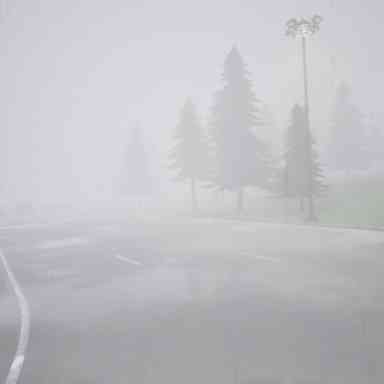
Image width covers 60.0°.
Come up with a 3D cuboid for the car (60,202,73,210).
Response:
[{"bbox_3d":[-22.684,2.497,59.591,1.812,1.442,4.674,-3,0,-33],"label":"car"}]

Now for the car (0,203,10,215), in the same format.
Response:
[{"bbox_3d":[-29.144,2.841,50.232,1.994,1.385,4.181,-3,0,-33],"label":"car"}]

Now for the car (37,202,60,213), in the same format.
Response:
[{"bbox_3d":[-23.311,2.511,54.084,1.837,1.490,4.892,-3,0,-33],"label":"car"}]

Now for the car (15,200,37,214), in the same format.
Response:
[{"bbox_3d":[-26.254,2.364,52.174,2.150,2.045,5.566,-3,0,-33],"label":"car"}]
